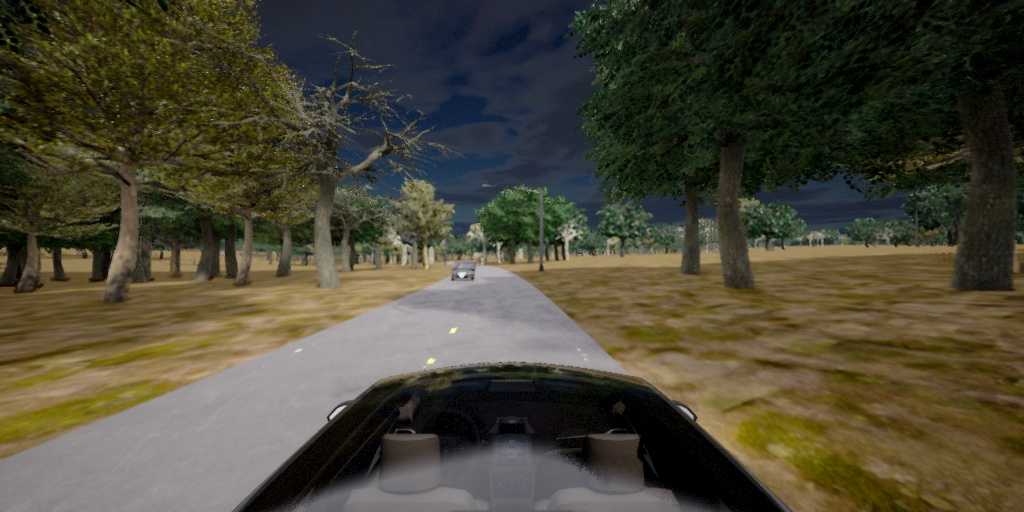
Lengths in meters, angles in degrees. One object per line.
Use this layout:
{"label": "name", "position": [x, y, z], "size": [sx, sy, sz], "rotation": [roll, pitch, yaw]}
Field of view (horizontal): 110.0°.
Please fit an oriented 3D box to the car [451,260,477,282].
{"label": "car", "position": [-4.007, 1.298, 30.097], "size": [2.128, 1.511, 4.902], "rotation": [0, 0, -3]}
